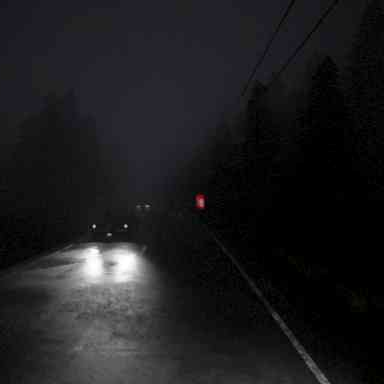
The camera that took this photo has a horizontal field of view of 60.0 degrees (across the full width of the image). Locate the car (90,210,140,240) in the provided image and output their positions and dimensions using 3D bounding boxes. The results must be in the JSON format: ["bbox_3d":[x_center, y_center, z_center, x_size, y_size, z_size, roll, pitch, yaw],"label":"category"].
[{"bbox_3d":[-3.859,1.645,17.332,1.895,1.301,4.718,0,0,-3],"label":"car"}]

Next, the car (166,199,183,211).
[{"bbox_3d":[-2.151,1.590,41.412,2.128,1.511,4.902,0,0,-6],"label":"car"}]

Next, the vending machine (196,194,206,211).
[{"bbox_3d":[1.135,1.293,42.201,1.100,2.100,0.880,0,0,-5],"label":"vending machine"}]

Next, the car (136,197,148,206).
[{"bbox_3d":[-8.922,1.673,59.499,1.812,1.442,4.674,0,0,-15],"label":"car"}]
